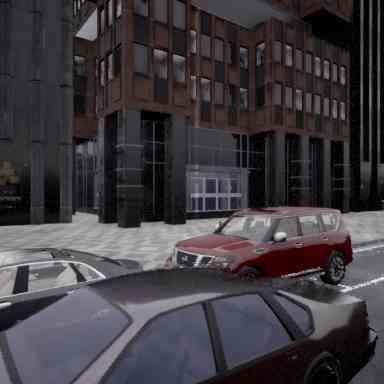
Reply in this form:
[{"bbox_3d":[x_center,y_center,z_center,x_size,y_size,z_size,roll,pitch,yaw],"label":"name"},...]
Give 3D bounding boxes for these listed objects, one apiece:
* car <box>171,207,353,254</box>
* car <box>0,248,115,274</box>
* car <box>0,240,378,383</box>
[{"bbox_3d":[1.831,1.315,7.951,5.009,1.841,2.192,0,0,-35],"label":"car"},{"bbox_3d":[-2.737,1.551,4.695,4.403,1.369,2.008,0,0,-35],"label":"car"},{"bbox_3d":[-0.336,1.547,3.139,5.357,1.411,2.033,0,0,-35],"label":"car"}]
